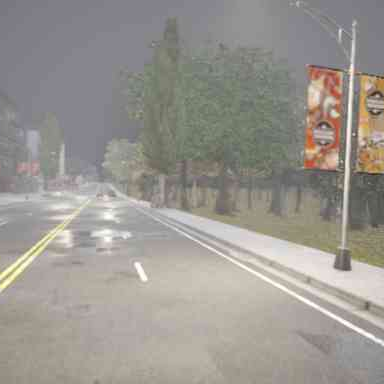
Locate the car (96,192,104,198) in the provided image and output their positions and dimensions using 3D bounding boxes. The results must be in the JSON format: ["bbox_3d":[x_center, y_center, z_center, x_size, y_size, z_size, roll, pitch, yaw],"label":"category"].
[{"bbox_3d":[-25.174,0.734,90.984,1.812,1.442,4.674,3,0,-15],"label":"car"}]

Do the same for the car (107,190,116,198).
[{"bbox_3d":[-21.822,0.860,91.031,1.837,1.490,4.892,3,0,-15],"label":"car"}]
